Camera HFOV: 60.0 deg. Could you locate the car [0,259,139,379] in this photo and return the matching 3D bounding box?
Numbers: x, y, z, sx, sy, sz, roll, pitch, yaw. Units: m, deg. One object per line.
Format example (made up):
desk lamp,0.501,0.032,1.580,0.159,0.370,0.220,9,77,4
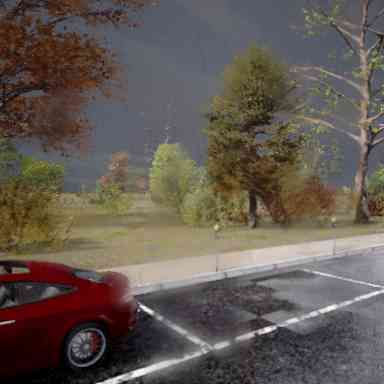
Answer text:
car,-2.716,1.583,4.151,4.206,1.307,1.802,1,0,-36
